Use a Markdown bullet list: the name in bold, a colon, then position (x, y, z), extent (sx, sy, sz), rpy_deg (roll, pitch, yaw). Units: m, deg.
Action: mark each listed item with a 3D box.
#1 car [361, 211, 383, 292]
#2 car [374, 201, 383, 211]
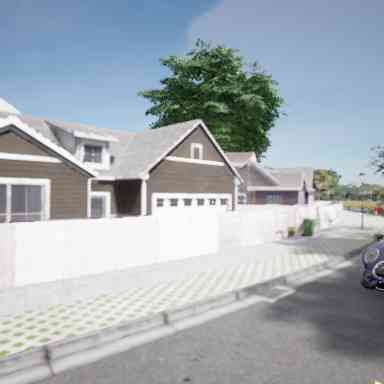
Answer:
- **car**: position (6.015, 1.487, 8.581), extent (2.097, 1.767, 4.553), rpy_deg (0, -1, 42)
- **car**: position (27.487, 2.143, 47.026), extent (2.097, 1.767, 4.553), rpy_deg (0, -1, 14)
